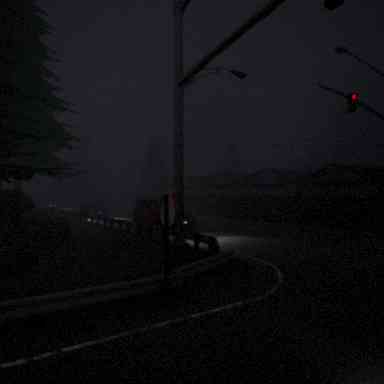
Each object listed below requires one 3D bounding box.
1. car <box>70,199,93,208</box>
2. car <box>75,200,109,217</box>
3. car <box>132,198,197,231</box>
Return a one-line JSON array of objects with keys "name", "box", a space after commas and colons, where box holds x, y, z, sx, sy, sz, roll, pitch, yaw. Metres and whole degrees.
[{"name": "car", "box": [-16.238, 1.722, 50.581, 2.033, 1.411, 5.357, 0, 0, 18]}, {"name": "car", "box": [-9.638, 1.754, 32.665, 1.994, 1.385, 4.181, 0, 0, -34]}, {"name": "car", "box": [-1.951, 1.413, 21.599, 2.150, 2.045, 5.566, 0, 0, -35]}]
